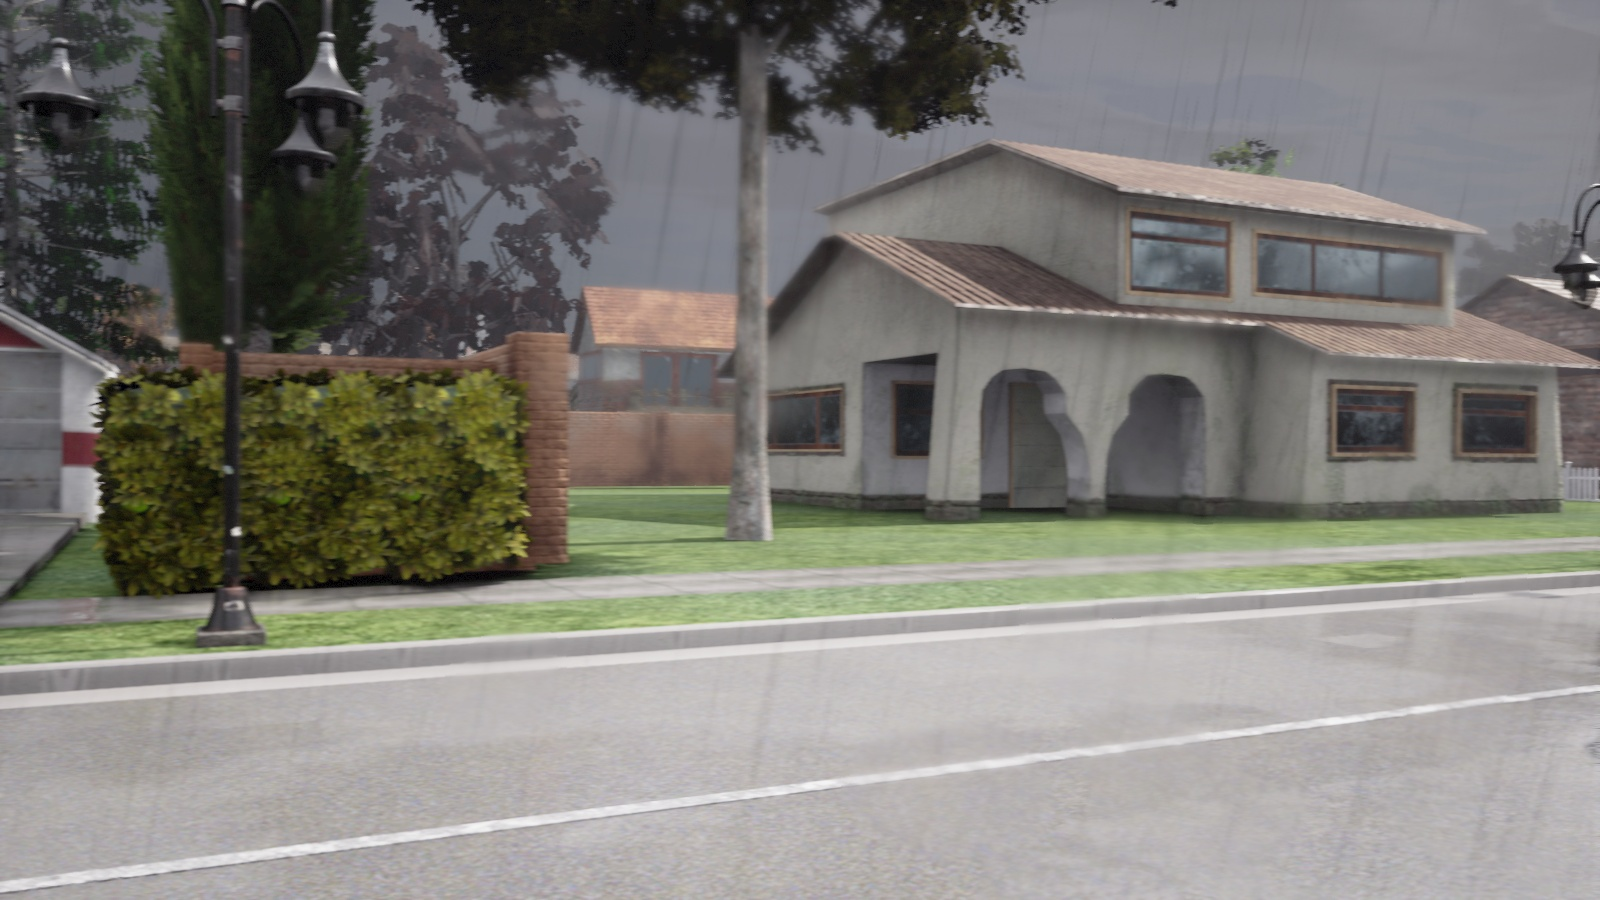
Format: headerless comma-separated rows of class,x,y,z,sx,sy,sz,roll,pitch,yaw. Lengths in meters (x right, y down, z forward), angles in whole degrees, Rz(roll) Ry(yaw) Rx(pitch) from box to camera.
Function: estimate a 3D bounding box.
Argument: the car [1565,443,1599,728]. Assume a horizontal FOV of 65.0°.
car,6.825,0.716,6.938,4.902,1.511,2.128,0,0,-26
